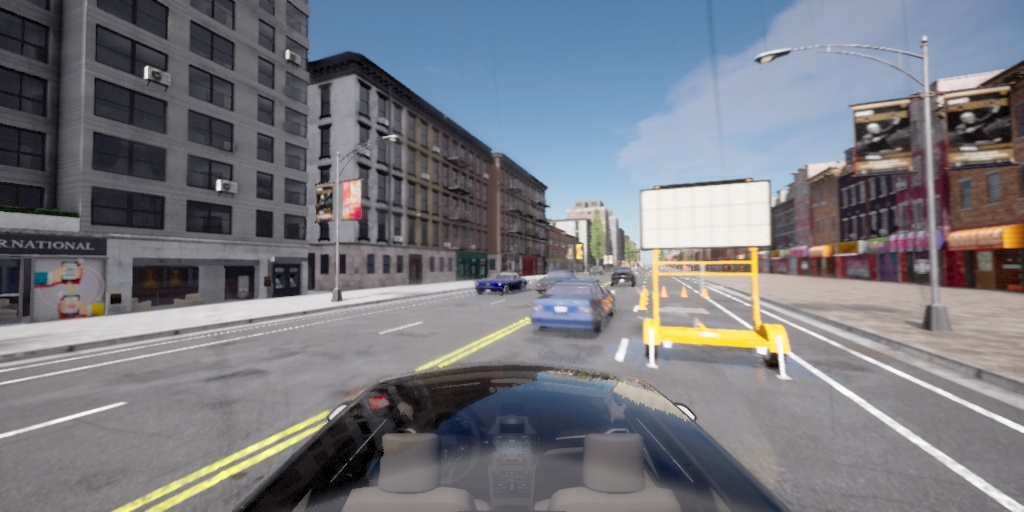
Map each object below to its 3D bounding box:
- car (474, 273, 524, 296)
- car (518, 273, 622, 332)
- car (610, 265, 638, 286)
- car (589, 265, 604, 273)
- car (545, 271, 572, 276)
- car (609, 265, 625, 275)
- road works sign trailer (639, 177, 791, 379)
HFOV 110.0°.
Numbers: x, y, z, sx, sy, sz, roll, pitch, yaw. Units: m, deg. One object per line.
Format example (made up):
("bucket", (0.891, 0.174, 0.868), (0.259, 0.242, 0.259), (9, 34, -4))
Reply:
("car", (-0.599, 1.738, 22.833), (1.895, 1.301, 4.718), (-1, -1, 21))
("car", (2.139, 1.425, 11.420), (2.033, 1.411, 5.357), (-1, -1, 21))
("car", (9.405, 1.715, 30.074), (1.837, 1.490, 4.892), (-1, -2, 21))
("car", (14.441, 2.397, 61.283), (2.097, 1.767, 4.553), (-1, -2, 22))
("car", (3.092, 1.656, 23.368), (2.033, 1.411, 5.357), (-1, -1, 21))
("car", (18.017, 2.377, 61.494), (2.097, 1.767, 4.553), (-1, -2, 22))
("road works sign trailer", (4.023, 0.251, 7.536), (2.380, 3.560, 2.880), (0, 0, 21))
